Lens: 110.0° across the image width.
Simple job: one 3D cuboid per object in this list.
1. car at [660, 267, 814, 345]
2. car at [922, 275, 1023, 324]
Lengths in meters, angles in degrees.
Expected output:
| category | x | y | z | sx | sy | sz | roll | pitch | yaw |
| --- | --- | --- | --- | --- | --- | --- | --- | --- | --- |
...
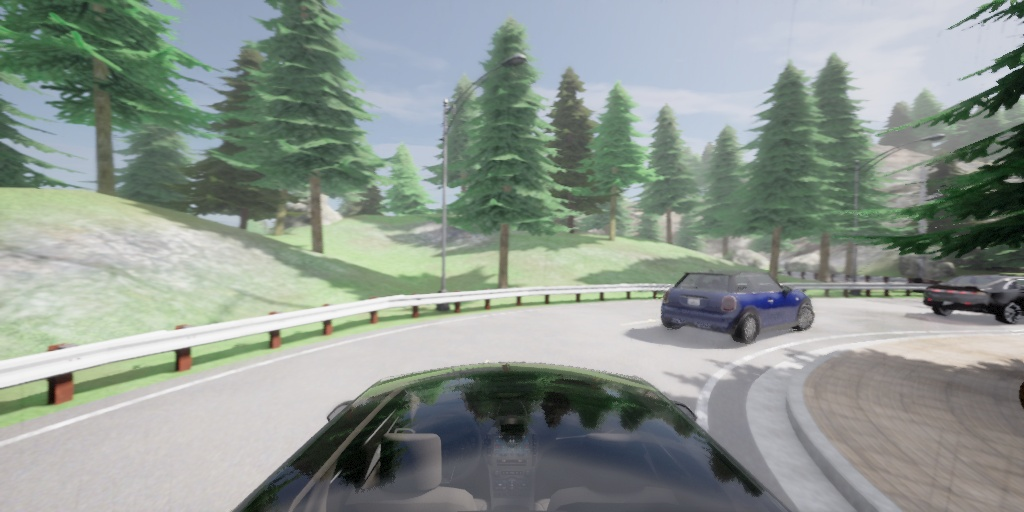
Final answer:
| category | x | y | z | sx | sy | sz | roll | pitch | yaw |
| --- | --- | --- | --- | --- | --- | --- | --- | --- | --- |
| car | 6.222 | 1.146 | 9.840 | 4.553 | 1.767 | 2.097 | 0 | 0 | -32 |
| car | 16.994 | 1.416 | 12.328 | 4.902 | 1.511 | 2.128 | 1 | 0 | -8 |
